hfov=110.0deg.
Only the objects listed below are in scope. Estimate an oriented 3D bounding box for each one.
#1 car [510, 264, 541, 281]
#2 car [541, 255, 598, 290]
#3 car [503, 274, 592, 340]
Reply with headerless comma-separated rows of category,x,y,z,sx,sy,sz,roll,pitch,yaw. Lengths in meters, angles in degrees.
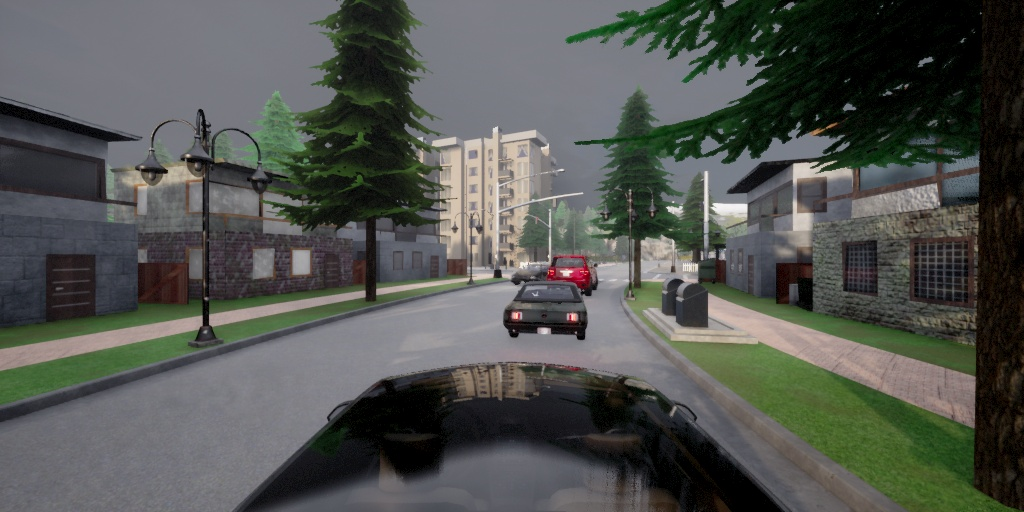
car,1.669,1.298,25.483,2.033,1.411,5.357,0,0,23
car,3.379,0.971,19.519,2.150,2.045,5.566,0,0,18
car,1.076,1.351,10.025,1.895,1.301,4.718,0,0,9
